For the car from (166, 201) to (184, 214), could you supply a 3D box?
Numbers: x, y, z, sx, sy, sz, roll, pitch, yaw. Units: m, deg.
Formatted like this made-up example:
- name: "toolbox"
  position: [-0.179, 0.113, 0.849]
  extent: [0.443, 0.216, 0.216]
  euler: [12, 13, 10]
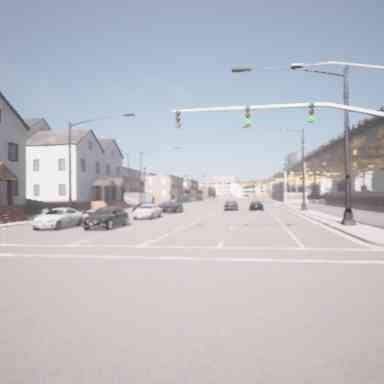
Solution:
- name: "car"
  position: [-2.398, 1.951, 43.243]
  extent: [1.882, 1.535, 5.008]
  euler: [-1, -1, 11]

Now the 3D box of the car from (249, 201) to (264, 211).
- name: "car"
  position: [9.093, 1.919, 47.005]
  extent: [1.994, 1.385, 4.181]
  euler: [-1, -1, 11]

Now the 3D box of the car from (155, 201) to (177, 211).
- name: "car"
  position: [-4.048, 2.144, 53.132]
  extent: [2.033, 1.411, 5.357]
  euler: [-1, -1, 11]

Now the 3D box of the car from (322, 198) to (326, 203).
- name: "car"
  position: [30.305, 1.788, 73.564]
  extent: [4.974, 1.542, 2.038]
  euler: [0, -1, -36]

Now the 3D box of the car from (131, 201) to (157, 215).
- name: "car"
  position: [-6.047, 2.023, 42.767]
  extent: [1.837, 1.490, 4.892]
  euler: [-1, -1, 11]

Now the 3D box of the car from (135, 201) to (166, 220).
- name: "car"
  position: [-4.337, 1.921, 32.947]
  extent: [1.812, 1.442, 4.674]
  euler: [-1, -1, 11]

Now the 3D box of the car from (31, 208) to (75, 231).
- name: "car"
  position: [-9.566, 1.903, 24.150]
  extent: [1.812, 1.442, 4.674]
  euler: [-1, -1, 11]

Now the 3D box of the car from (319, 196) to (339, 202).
- name: "car"
  position: [30.345, 1.631, 73.597]
  extent: [4.536, 1.218, 1.853]
  euler: [0, -1, -36]

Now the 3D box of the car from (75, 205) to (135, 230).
- name: "car"
  position: [-6.057, 1.832, 23.869]
  extent: [1.837, 1.490, 4.892]
  euler: [-1, -1, 11]

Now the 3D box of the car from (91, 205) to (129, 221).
- name: "car"
  position: [-7.941, 2.006, 32.709]
  extent: [1.994, 1.385, 4.181]
  euler: [-1, -1, 12]

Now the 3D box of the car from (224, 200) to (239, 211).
- name: "car"
  position: [5.629, 1.900, 47.531]
  extent: [2.128, 1.511, 4.902]
  euler: [-1, 0, 11]
